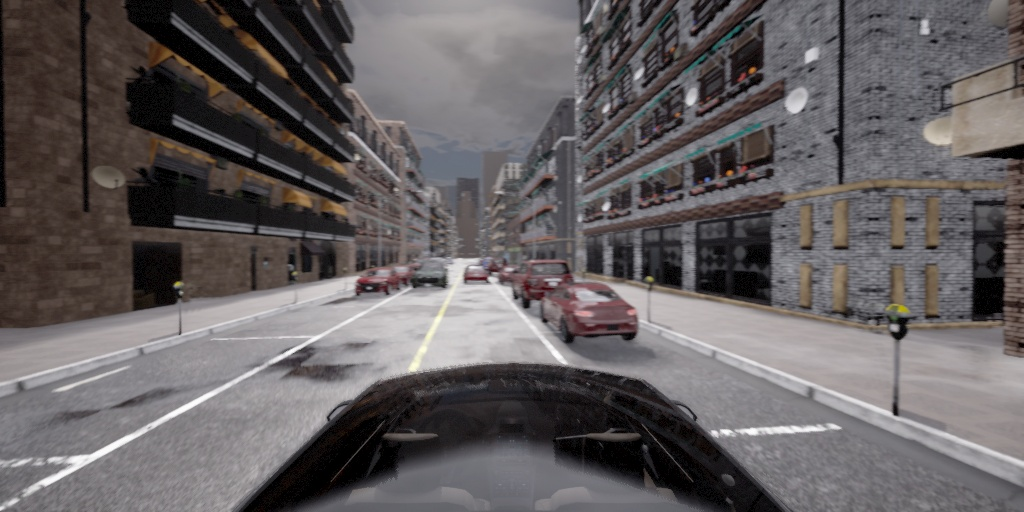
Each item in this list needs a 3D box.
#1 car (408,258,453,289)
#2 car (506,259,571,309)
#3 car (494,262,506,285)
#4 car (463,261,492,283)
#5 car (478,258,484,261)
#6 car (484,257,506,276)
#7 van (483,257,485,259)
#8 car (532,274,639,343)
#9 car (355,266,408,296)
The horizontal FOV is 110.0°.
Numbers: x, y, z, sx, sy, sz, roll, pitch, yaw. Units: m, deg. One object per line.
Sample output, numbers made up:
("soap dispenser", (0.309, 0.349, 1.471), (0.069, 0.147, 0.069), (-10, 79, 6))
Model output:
("car", (-5.191, 1.144, 23.324), (2.097, 1.767, 4.553), (0, 0, -6))
("car", (1.199, 1.070, 15.099), (2.192, 1.841, 5.009), (0, 0, -7))
("car", (-0.109, 1.354, 26.352), (1.802, 1.307, 4.207), (0, 0, -7))
("car", (-2.871, 1.350, 28.638), (1.994, 1.385, 4.181), (0, 0, -6))
("car", (-4.705, 1.336, 44.384), (1.812, 1.442, 4.674), (0, 0, -7))
("car", (-1.418, 1.103, 37.605), (2.192, 1.841, 5.009), (0, 0, -7))
("van", (-3.380, 1.154, 54.484), (1.690, 1.789, 3.998), (0, 0, -7))
("car", (1.853, 1.330, 9.473), (1.802, 1.307, 4.207), (0, 0, -7))
("car", (-7.295, 1.344, 19.918), (1.888, 1.381, 4.507), (0, 0, -7))
